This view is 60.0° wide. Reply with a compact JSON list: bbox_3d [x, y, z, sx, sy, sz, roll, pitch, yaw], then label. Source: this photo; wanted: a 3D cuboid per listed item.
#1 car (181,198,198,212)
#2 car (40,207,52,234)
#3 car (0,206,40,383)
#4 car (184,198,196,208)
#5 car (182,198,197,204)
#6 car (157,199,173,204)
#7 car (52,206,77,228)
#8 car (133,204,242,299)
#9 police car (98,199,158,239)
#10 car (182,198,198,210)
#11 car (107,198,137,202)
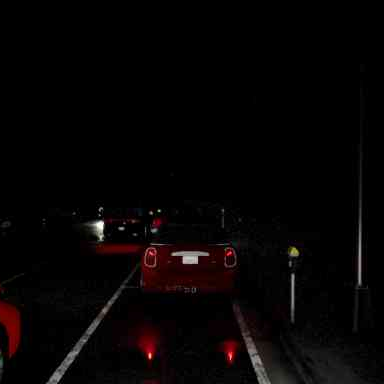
[{"bbox_3d":[-0.279,1.507,38.694,1.752,1.417,4.829,-1,0,0],"label":"car"},{"bbox_3d":[-8.823,1.435,16.181,1.967,1.590,4.097,-1,0,0],"label":"car"},{"bbox_3d":[-3.050,1.220,1.461,2.150,2.045,5.566,0,0,0],"label":"car"},{"bbox_3d":[-0.276,1.554,49.696,1.802,1.307,4.206,-1,0,0],"label":"car"},{"bbox_3d":[-0.280,1.537,32.939,2.008,1.369,4.403,-1,0,0],"label":"car"},{"bbox_3d":[-3.050,1.491,33.269,1.837,1.490,4.892,0,0,0],"label":"car"},{"bbox_3d":[-8.822,1.575,21.767,1.802,1.307,4.206,-1,0,0],"label":"car"},{"bbox_3d":[-0.033,1.350,8.622,2.097,1.767,4.553,0,0,0],"label":"car"},{"bbox_3d":[-3.147,1.420,17.399,1.930,1.638,5.238,0,0,0],"label":"police car"},{"bbox_3d":[-0.277,1.543,44.111,1.947,1.339,4.313,-1,0,0],"label":"car"},{"bbox_3d":[-6.241,1.342,27.546,2.097,1.767,4.553,0,0,0],"label":"car"}]
